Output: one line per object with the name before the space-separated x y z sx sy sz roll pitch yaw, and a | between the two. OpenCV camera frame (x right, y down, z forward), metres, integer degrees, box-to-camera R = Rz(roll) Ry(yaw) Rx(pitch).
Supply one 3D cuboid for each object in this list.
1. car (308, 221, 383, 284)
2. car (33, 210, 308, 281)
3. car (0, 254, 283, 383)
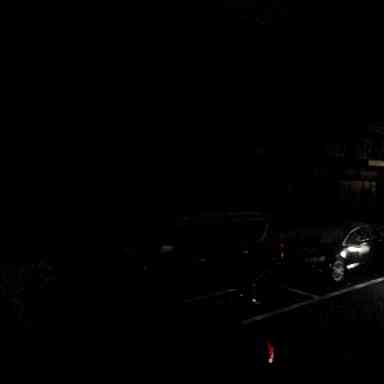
car | 4.163 1.554 9.502 4.403 1.369 2.008 0 0 -35
car | -0.337 1.316 6.294 5.009 1.841 2.192 0 0 -35
car | -1.221 1.565 2.497 4.181 1.385 1.994 0 0 -35
